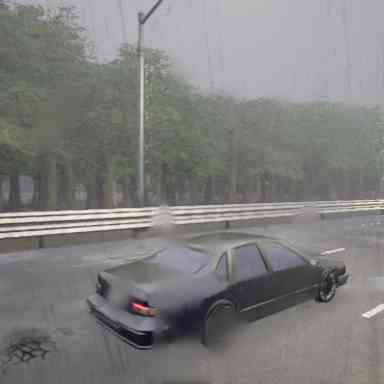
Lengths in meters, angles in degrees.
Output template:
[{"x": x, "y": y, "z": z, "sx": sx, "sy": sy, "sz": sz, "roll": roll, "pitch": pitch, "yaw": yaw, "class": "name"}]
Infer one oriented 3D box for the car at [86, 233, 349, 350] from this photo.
[{"x": 0.871, "y": 1.506, "z": 6.238, "sx": 5.357, "sy": 1.411, "sz": 2.033, "roll": 0, "pitch": 1, "yaw": -40, "class": "car"}]
